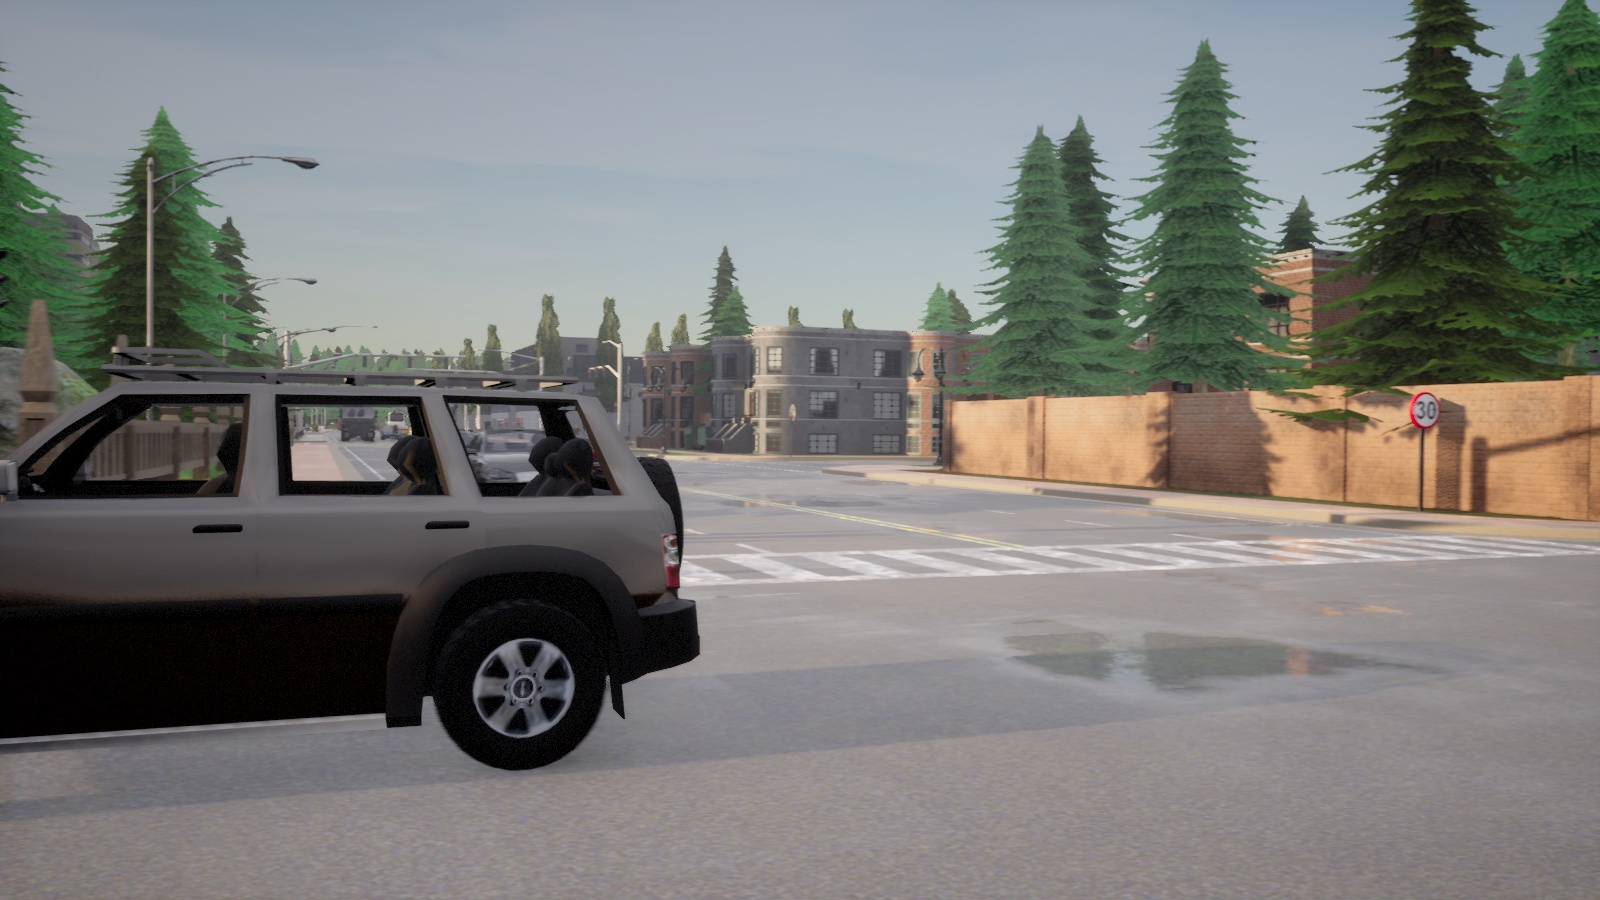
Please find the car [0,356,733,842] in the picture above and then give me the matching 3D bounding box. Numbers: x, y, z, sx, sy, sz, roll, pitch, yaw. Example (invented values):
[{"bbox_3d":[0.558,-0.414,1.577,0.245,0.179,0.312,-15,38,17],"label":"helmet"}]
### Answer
[{"bbox_3d":[-2.817,0.549,5.911,4.605,1.855,1.932,-1,1,-21],"label":"car"}]
